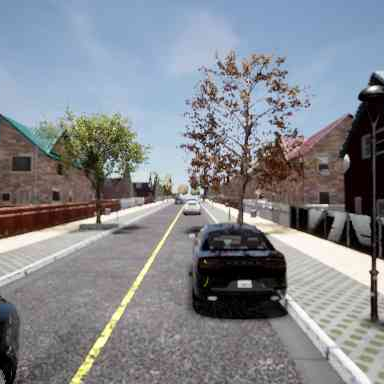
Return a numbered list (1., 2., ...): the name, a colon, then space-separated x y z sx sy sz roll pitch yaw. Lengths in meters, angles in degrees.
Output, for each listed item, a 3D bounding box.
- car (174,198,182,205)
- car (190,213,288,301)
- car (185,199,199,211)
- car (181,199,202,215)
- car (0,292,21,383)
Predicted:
1. car: -2.863 1.972 71.954 1.812 1.442 4.674 0 0 0
2. car: 0.951 1.526 8.490 1.882 1.535 5.008 0 0 0
3. car: -0.020 1.755 47.010 1.882 1.535 5.008 0 0 0
4. car: 0.017 1.741 36.769 1.812 1.442 4.674 0 0 0
5. car: -2.751 1.514 1.661 1.837 1.490 4.892 0 0 0
